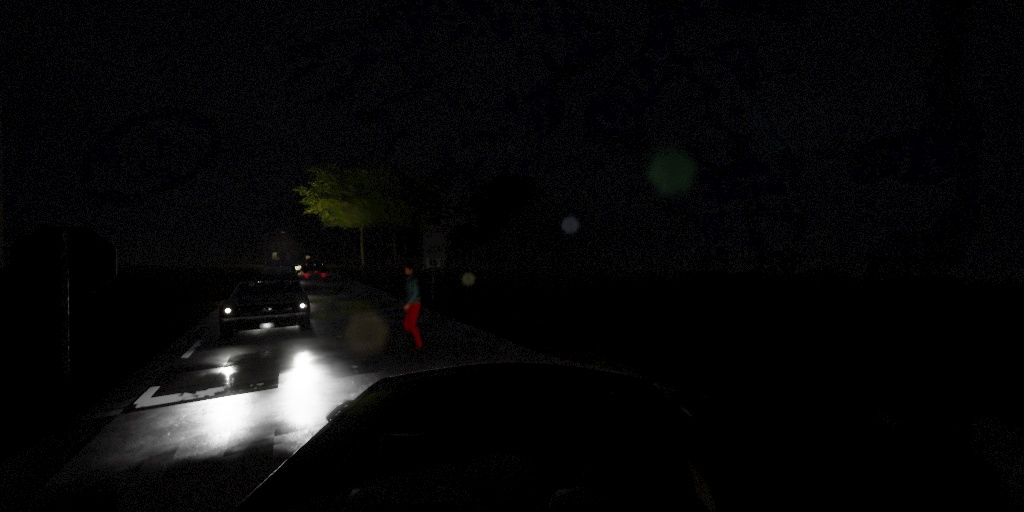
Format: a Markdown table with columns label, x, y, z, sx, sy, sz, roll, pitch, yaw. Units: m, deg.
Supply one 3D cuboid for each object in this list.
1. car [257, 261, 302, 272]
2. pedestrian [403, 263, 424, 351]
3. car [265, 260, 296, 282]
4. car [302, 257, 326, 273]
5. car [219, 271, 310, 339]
| label | x | y | z | sx | sy | sz | roll | pitch | yaw |
| --- | --- | --- | --- | --- | --- | --- | --- | --- | --- |
| car | -12.311 | 1.169 | 18.895 | 1.812 | 1.442 | 4.674 | 0 | 0 | -32 |
| pedestrian | -2.053 | 1.008 | 7.365 | 0.375 | 1.860 | 0.375 | 0 | 1 | -32 |
| car | -17.982 | 1.104 | 27.972 | 1.882 | 1.535 | 5.008 | 0 | 0 | -32 |
| car | -22.463 | 0.994 | 40.666 | 2.097 | 1.767 | 4.553 | 0 | 0 | -31 |
| car | -6.872 | 1.292 | 10.205 | 1.895 | 1.301 | 4.718 | 0 | 0 | -32 |
